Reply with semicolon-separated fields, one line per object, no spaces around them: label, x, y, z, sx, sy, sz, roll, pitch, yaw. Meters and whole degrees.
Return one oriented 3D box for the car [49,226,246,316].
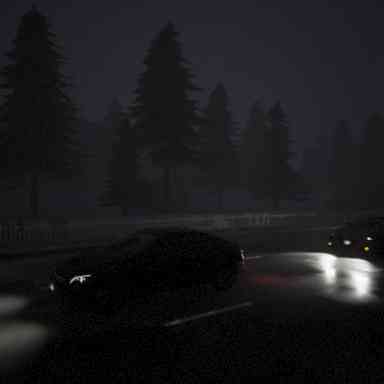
car;-0.774;1.563;7.720;4.674;1.442;1.812;1;0;-36

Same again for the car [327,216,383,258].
car;7.381;1.701;13.417;4.181;1.385;1.994;1;0;-34
